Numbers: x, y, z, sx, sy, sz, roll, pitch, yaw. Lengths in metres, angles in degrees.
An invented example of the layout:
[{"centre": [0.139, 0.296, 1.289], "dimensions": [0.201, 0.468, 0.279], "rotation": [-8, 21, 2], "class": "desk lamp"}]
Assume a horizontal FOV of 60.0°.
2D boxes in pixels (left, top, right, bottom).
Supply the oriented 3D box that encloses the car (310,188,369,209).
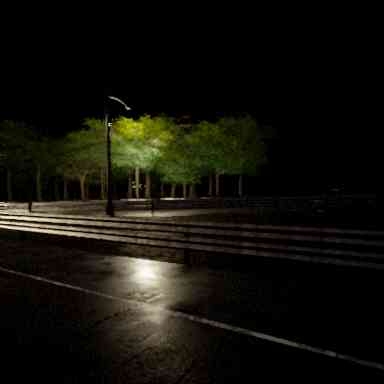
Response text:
[{"centre": [14.797, 0.666, 33.382], "dimensions": [5.566, 2.045, 2.150], "rotation": [-1, 0, -6], "class": "car"}]
